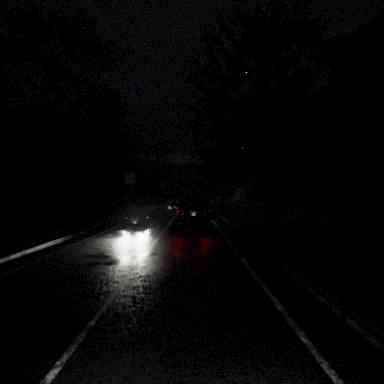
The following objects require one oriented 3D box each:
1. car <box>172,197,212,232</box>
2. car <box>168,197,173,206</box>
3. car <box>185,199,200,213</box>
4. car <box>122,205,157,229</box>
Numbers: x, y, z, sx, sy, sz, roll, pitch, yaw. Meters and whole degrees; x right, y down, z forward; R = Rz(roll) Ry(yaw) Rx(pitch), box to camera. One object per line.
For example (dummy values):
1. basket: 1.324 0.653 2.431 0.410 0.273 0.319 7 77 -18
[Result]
1. car: 0.106 1.378 21.618 2.150 2.045 5.566 0 0 0
2. car: -3.345 1.801 64.248 2.097 1.767 4.553 0 0 2
3. car: 0.106 1.756 42.100 1.801 1.575 5.366 0 0 0
4. car: -3.595 1.659 23.377 2.128 1.511 4.902 0 0 0
